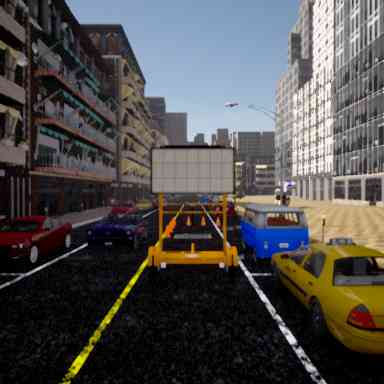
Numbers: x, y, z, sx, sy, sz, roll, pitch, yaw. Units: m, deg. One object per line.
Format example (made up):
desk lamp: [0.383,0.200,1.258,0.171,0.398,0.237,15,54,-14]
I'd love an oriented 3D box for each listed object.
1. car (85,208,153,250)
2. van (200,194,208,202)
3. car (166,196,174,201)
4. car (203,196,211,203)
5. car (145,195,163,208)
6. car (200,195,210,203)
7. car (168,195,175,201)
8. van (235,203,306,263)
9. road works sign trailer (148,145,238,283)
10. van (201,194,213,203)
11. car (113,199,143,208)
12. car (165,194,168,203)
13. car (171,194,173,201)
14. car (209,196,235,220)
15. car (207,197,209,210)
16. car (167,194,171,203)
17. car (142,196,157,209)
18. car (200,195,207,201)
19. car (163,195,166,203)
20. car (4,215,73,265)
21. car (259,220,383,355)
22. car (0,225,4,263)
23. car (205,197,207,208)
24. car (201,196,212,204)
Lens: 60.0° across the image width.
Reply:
car: [-3.068,1.593,14.457,1.895,1.301,4.718,0,0,0]
van: [2.861,1.359,77.954,1.690,1.788,3.998,0,0,0]
car: [-5.505,1.606,83.499,1.802,1.307,4.206,0,0,0]
car: [2.787,1.575,44.793,1.802,1.307,4.206,0,0,0]
car: [-5.595,1.308,44.813,2.192,1.841,5.009,0,0,0]
car: [2.849,1.452,72.426,1.967,1.590,4.097,0,0,0]
car: [-5.492,1.613,89.025,1.802,1.307,4.206,0,0,0]
van: [2.711,1.334,11.633,1.690,1.788,3.998,0,0,0]
road works sign trailer: [0.021,0.458,9.636,2.380,3.560,2.880,0,0,0]
van: [2.811,1.339,55.847,1.690,1.788,3.998,0,0,0]
car: [-5.631,1.535,28.233,1.887,1.381,4.507,0,0,0]
car: [-5.567,1.549,55.866,2.008,1.369,4.403,0,0,0]
car: [-5.542,1.572,66.919,1.947,1.339,4.313,0,0,0]
car: [2.749,1.430,28.213,1.967,1.590,4.097,0,0,0]
car: [2.762,1.516,33.910,1.752,1.417,4.829,0,0,0]
car: [-5.556,1.442,61.392,1.967,1.590,4.097,0,0,0]
car: [-5.606,1.517,39.117,1.752,1.417,4.829,0,0,0]
car: [2.875,1.550,83.649,1.752,1.417,4.829,0,0,0]
car: [-5.580,1.546,50.340,2.008,1.369,4.403,0,0,0]
car: [-5.668,1.537,11.652,1.887,1.381,4.507,0,0,0]
car: [2.700,1.521,6.277,1.752,1.417,4.829,0,0,0]
car: [-5.681,1.521,5.957,1.752,1.417,4.829,0,0,0]
car: [2.775,1.574,39.267,1.802,1.307,4.206,0,0,0]
car: [2.838,1.572,66.900,1.947,1.339,4.313,0,0,0]
